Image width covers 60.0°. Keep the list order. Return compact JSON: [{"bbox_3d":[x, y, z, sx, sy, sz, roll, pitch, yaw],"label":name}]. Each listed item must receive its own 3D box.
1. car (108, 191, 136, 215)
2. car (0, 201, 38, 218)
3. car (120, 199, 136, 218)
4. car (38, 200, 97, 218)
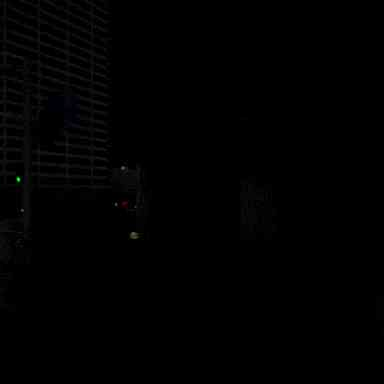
[{"bbox_3d":[-5.365,1.221,32.536,2.150,2.045,5.566,0,0,35],"label":"car"},{"bbox_3d":[-15.514,1.547,30.647,2.033,1.411,5.357,0,0,35],"label":"car"},{"bbox_3d":[-3.397,1.547,29.256,2.033,1.411,5.357,0,0,35],"label":"car"},{"bbox_3d":[-11.142,1.478,30.767,1.882,1.535,5.008,0,0,35],"label":"car"}]
